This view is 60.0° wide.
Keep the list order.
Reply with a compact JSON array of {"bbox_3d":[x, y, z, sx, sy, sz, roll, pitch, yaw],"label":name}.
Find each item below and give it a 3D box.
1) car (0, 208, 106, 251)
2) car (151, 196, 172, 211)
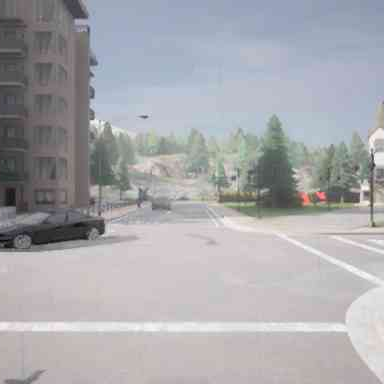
[{"bbox_3d":[-6.085,1.511,14.413,1.882,1.535,5.008,2,2,37],"label":"car"},{"bbox_3d":[-3.554,1.292,39.464,2.097,1.767,4.553,0,0,0],"label":"car"}]
